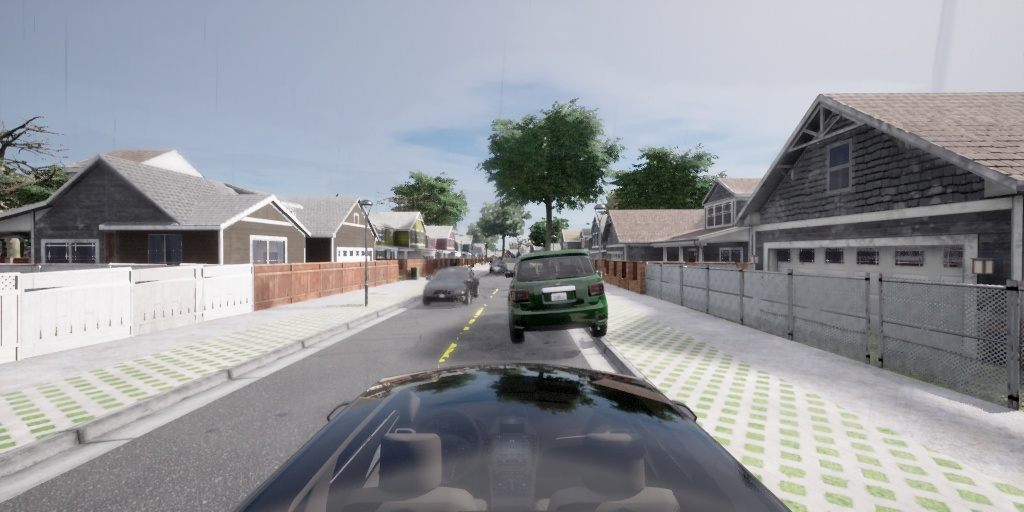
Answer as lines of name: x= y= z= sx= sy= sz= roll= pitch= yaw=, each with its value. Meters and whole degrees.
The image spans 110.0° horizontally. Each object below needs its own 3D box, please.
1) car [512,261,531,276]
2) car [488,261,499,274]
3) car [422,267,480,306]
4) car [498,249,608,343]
car: x=1.116 y=1.324 z=39.625 sx=2.033 sy=1.411 sz=5.357 roll=0 pitch=0 yaw=3
car: x=-1.585 y=1.270 z=41.312 sx=2.128 sy=1.511 sz=4.902 roll=0 pitch=0 yaw=2
car: x=-2.537 y=1.255 z=15.812 sx=1.837 sy=1.490 sz=4.892 roll=0 pitch=0 yaw=2
car: x=1.015 y=0.897 z=9.763 sx=2.150 sy=2.045 sz=5.566 roll=-5 pitch=0 yaw=2
